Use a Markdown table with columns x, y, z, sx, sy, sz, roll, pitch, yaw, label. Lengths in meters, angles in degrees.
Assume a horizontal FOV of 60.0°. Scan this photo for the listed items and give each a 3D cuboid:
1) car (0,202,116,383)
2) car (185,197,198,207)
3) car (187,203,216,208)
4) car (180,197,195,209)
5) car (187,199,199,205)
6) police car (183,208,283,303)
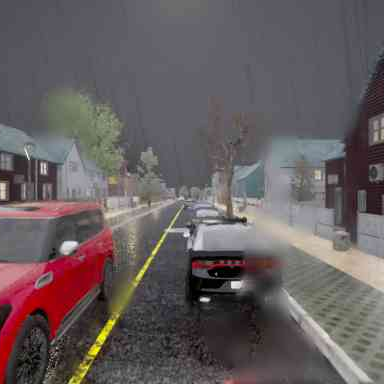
| x | y | z | sx | sy | sz | roll | pitch | yaw | label |
| --- | --- | --- | --- | --- | --- | --- | --- | --- | --- |
| -2.762 | 1.222 | 5.311 | 2.150 | 2.045 | 5.566 | 0 | 0 | 0 | car |
| -0.136 | 1.690 | 58.081 | 2.128 | 1.511 | 4.902 | 0 | 0 | 0 | car |
| 0.782 | 1.539 | 18.309 | 1.812 | 1.442 | 4.674 | 0 | 0 | 0 | car |
| -0.085 | 1.604 | 44.895 | 2.128 | 1.511 | 4.902 | 0 | 0 | 1 | car |
| 0.768 | 1.505 | 24.310 | 1.882 | 1.535 | 5.008 | 0 | 0 | 0 | car |
| 0.805 | 1.428 | 8.418 | 1.930 | 1.638 | 5.238 | 0 | 0 | 0 | police car |
